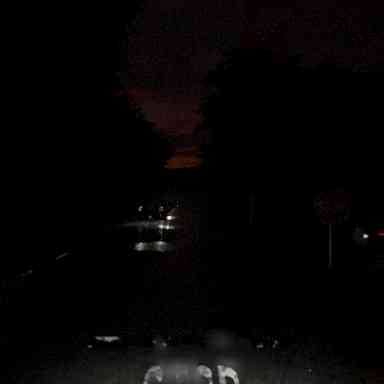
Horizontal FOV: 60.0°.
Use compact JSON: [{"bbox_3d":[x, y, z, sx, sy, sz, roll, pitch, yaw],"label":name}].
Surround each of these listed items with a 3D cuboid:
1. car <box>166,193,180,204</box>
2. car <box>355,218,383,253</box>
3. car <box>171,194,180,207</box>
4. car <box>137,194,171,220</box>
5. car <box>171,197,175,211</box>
[{"bbox_3d":[-3.141,1.113,56.191,2.097,1.767,4.553,0,0,0],"label":"car"},{"bbox_3d":[8.075,1.485,11.747,4.181,1.385,1.994,-1,1,-4],"label":"car"},{"bbox_3d":[-3.163,1.325,45.638,2.128,1.511,4.902,0,0,0],"label":"car"},{"bbox_3d":[-3.120,1.266,26.960,2.097,1.767,4.553,1,0,0],"label":"car"},{"bbox_3d":[-3.150,1.486,36.039,1.895,1.301,4.718,0,0,0],"label":"car"}]
